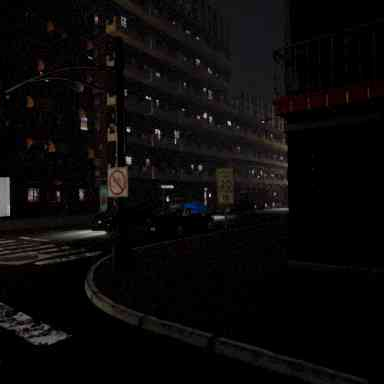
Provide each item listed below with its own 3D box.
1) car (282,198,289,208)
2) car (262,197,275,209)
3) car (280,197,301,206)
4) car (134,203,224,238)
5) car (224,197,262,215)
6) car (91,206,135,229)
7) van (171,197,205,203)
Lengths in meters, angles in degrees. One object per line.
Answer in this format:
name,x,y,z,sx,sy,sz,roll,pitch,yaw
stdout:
car,14.902,1.526,47.370,1.895,1.301,4.718,-1,-1,36
car,9.359,1.430,44.030,1.967,1.590,4.097,-1,-1,36
car,15.761,1.495,52.939,1.752,1.417,4.829,-1,-1,36
car,-0.488,1.435,16.812,2.008,1.369,4.403,-1,-1,36
car,4.756,1.451,33.390,2.128,1.511,4.902,-1,-1,36
car,-4.198,1.559,20.929,1.994,1.385,4.181,-1,-1,36
van,-0.392,1.365,30.457,1.690,1.788,3.998,-1,-1,36
